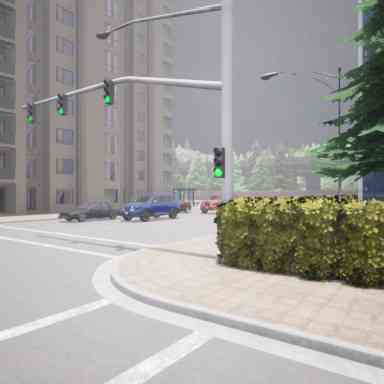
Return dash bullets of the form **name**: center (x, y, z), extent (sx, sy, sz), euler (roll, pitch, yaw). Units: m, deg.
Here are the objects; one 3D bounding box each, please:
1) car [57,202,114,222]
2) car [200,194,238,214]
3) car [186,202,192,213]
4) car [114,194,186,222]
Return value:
- **car**: center (-7.859, 1.547, 26.545), extent (2.033, 1.411, 5.357), euler (0, 0, 36)
- **car**: center (3.109, 1.221, 35.563), extent (2.150, 2.045, 5.566), euler (0, 0, 36)
- **car**: center (-2.053, 1.478, 34.453), extent (1.882, 1.535, 5.008), euler (0, 0, 36)
- **car**: center (-3.237, 1.221, 26.930), extent (2.150, 2.045, 5.566), euler (0, 0, 36)
